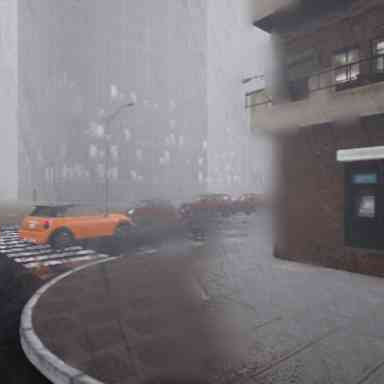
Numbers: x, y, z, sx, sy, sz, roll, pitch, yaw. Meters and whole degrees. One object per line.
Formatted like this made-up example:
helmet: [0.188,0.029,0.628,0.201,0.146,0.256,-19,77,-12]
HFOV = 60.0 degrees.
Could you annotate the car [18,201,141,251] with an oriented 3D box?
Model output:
car: [-4.602,1.224,13.905,2.097,1.767,4.553,0,1,35]

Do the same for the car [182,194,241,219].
car: [1.192,1.080,26.628,5.009,1.841,2.192,-1,1,-40]

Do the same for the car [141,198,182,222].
car: [-3.102,1.252,22.964,4.097,1.590,1.967,-1,1,-40]

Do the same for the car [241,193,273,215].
car: [5.487,1.033,30.294,5.009,1.841,2.192,-1,1,-40]
